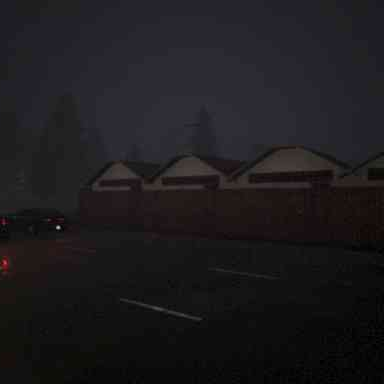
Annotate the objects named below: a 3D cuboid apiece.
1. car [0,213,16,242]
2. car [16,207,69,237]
[{"bbox_3d":[-10.819,1.492,16.017,4.553,1.767,2.097,-1,0,36],"label":"car"},{"bbox_3d":[-9.077,1.648,19.075,4.892,1.490,1.837,-1,0,36],"label":"car"}]
